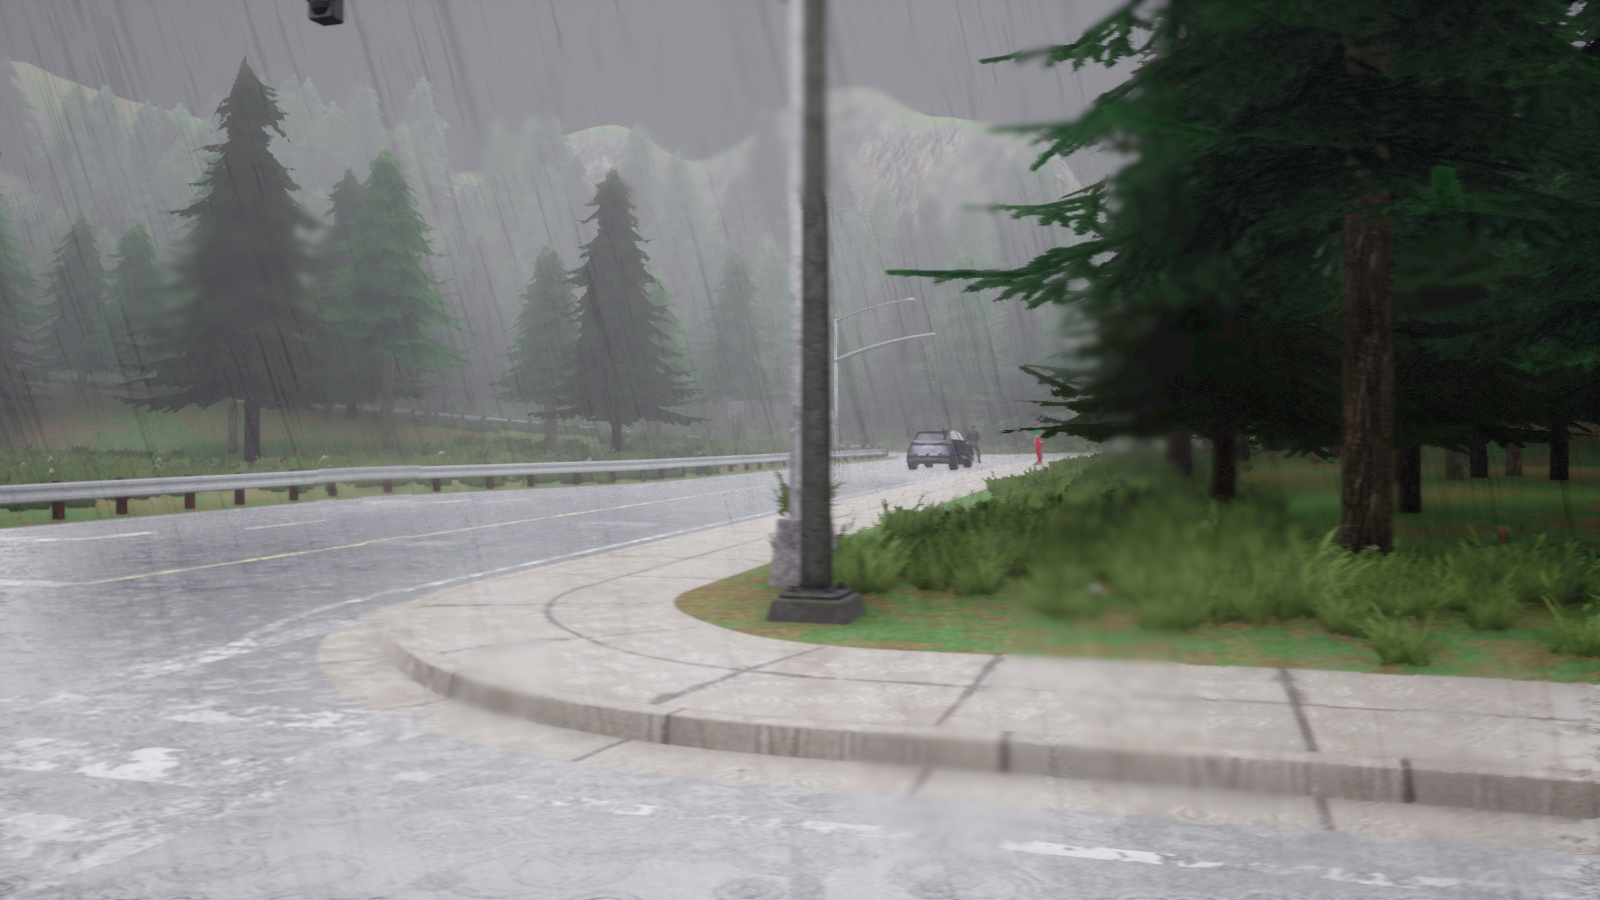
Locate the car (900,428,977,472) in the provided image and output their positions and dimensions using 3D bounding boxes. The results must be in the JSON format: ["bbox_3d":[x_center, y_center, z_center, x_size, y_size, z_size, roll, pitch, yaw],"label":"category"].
[{"bbox_3d":[5.532,-0.033,49.604,2.033,1.649,4.856,1,1,18],"label":"car"}]

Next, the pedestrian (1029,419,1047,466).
[{"bbox_3d":[9.346,-0.281,49.242,0.594,1.836,0.345,0,1,-15],"label":"pedestrian"}]
